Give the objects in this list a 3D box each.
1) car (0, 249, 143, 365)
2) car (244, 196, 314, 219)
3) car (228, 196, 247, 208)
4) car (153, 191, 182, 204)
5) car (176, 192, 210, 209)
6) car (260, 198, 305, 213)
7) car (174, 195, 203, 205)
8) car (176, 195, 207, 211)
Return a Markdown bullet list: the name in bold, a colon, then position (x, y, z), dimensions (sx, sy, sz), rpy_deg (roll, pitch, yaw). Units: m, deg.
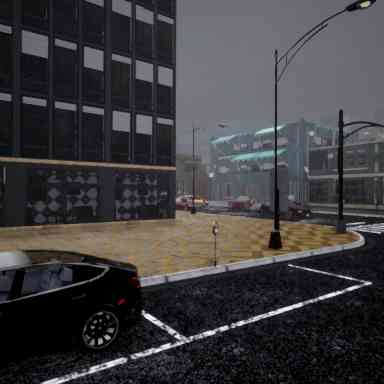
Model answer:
- **car**: position (-2.770, 1.566, 4.579), dimensions (4.313, 1.339, 1.947), rpy_deg (0, 0, -35)
- **car**: position (7.155, 1.331, 27.206), dimensions (2.033, 1.411, 5.357), rpy_deg (0, 1, -36)
- **car**: position (5.980, 1.130, 38.626), dimensions (1.967, 1.590, 4.097), rpy_deg (1, 0, -36)
- **car**: position (-3.849, 0.793, 52.047), dimensions (2.192, 1.841, 5.009), rpy_deg (1, 0, -36)
- **car**: position (-0.037, 1.111, 37.043), dimensions (1.882, 1.535, 5.008), rpy_deg (0, 1, -36)
- **car**: position (9.256, 1.340, 34.150), dimensions (1.802, 1.307, 4.206), rpy_deg (1, 0, -36)
- **car**: position (-0.577, 1.100, 47.573), dimensions (2.008, 1.369, 4.403), rpy_deg (1, 0, -36)
- **car**: position (-0.783, 1.230, 33.673), dimensions (1.802, 1.307, 4.206), rpy_deg (1, 0, -36)
